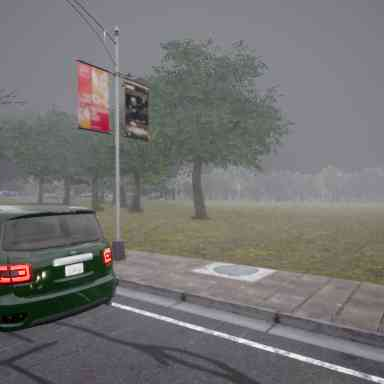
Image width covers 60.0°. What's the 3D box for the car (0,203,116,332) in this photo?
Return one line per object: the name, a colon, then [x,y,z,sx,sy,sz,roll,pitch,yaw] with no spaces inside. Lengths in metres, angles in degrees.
car: [-3.889,1.235,6.415,5.566,2.045,2.150,0,0,36]
